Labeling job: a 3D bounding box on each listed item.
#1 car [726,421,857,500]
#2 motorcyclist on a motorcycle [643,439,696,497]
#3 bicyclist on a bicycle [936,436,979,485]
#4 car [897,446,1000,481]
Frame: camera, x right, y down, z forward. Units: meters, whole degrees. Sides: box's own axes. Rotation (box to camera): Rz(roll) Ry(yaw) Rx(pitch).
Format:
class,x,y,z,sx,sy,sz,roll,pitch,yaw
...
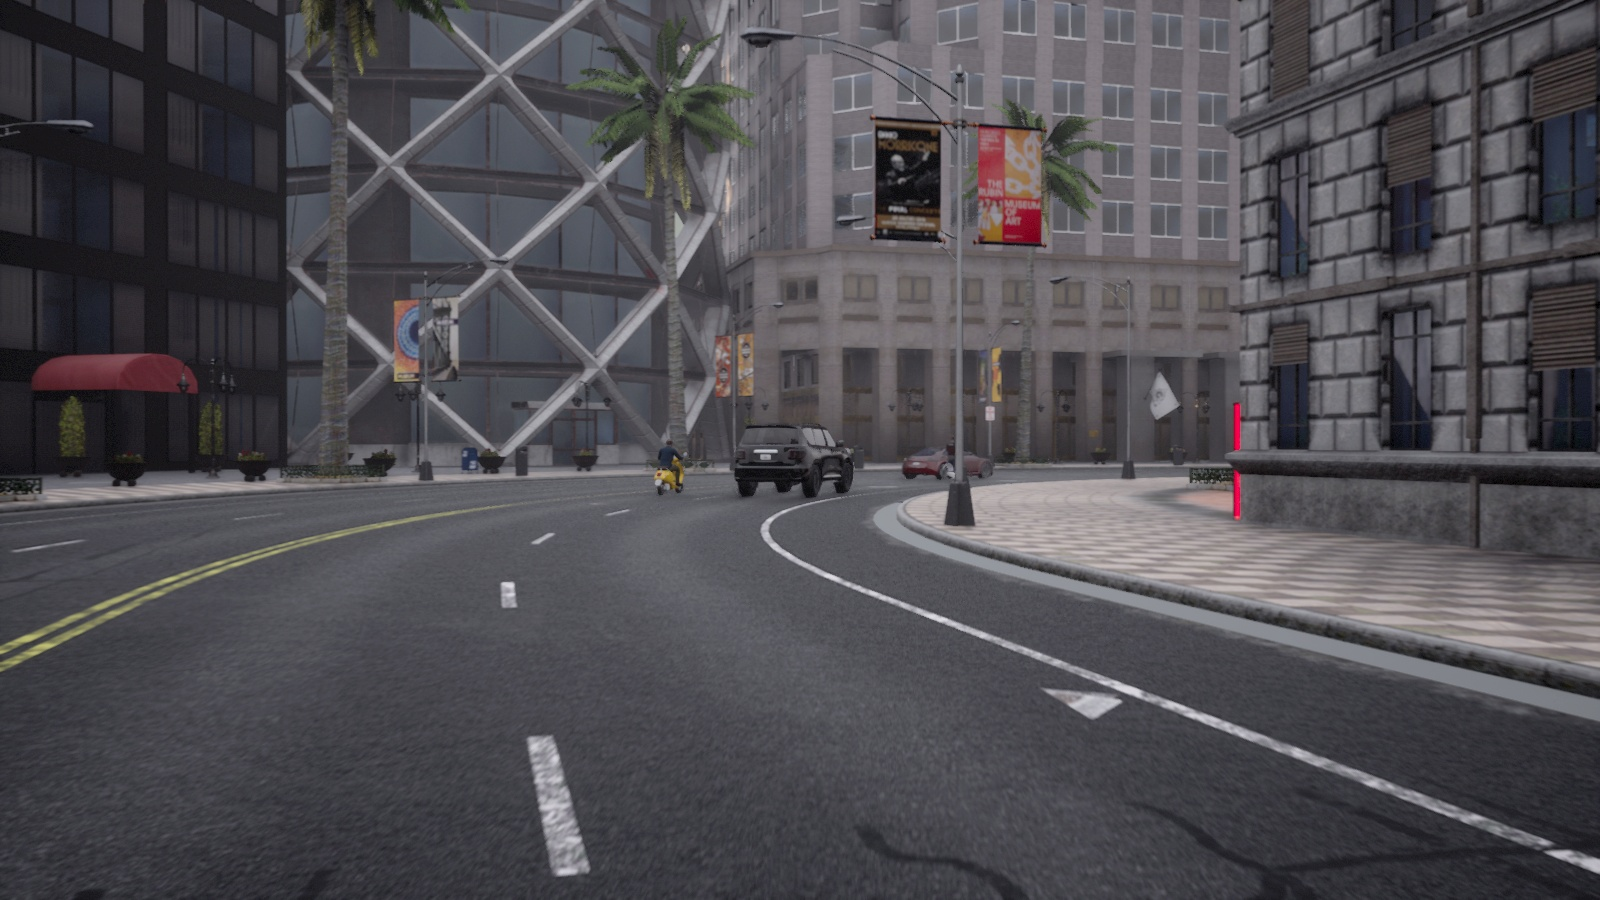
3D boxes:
class,x,y,z,sx,sy,sz,roll,pitch,yaw
car,-0.122,0.262,35.755,2.150,2.045,5.566,0,0,17
motorcyclist on a motorcycle,-3.723,0.493,35.885,0.866,1.590,1.817,1,0,17
bicyclist on a bicycle,5.799,0.359,46.236,0.659,1.776,1.843,1,1,40
car,6.138,0.522,51.665,4.181,1.385,1.994,0,0,-44
